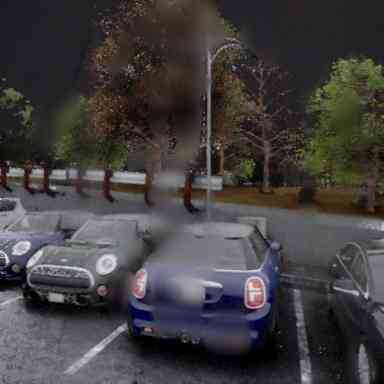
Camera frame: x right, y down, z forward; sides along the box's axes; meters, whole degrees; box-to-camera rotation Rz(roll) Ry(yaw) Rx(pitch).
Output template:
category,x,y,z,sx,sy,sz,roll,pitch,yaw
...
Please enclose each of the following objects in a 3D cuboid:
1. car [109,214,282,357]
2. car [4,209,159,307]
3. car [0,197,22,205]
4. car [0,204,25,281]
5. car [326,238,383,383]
category,x,y,z,sx,sy,sz,roll,pitch,yaw
car,0.587,1.357,6.383,2.185,1.767,4.553,0,-1,15
car,-1.849,1.355,8.199,2.185,1.767,4.553,1,-1,16
car,-9.240,1.219,13.415,2.435,2.045,5.566,1,-1,16
car,-4.315,1.352,9.955,2.185,1.767,4.553,1,-1,16
car,3.059,1.488,4.658,2.231,1.521,4.892,1,-1,16
